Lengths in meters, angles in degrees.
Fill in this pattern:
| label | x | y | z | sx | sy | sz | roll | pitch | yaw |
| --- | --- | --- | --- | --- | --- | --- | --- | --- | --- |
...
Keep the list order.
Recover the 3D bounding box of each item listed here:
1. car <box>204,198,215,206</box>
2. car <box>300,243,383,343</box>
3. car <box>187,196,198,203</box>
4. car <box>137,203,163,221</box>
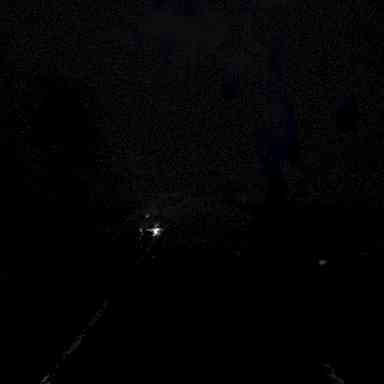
| label | x | y | z | sx | sy | sz | roll | pitch | yaw |
| --- | --- | --- | --- | --- | --- | --- | --- | --- | --- |
| car | 3.373 | 1.925 | 64.564 | 2.128 | 1.511 | 4.902 | 0 | 0 | 0 |
| car | 3.492 | 1.576 | 5.471 | 2.033 | 1.411 | 5.357 | 0 | 0 | 0 |
| car | -0.172 | 1.949 | 86.390 | 2.097 | 1.767 | 4.553 | 0 | 0 | 0 |
| car | -3.576 | 1.705 | 28.949 | 2.128 | 1.511 | 4.902 | 0 | 0 | 0 |
